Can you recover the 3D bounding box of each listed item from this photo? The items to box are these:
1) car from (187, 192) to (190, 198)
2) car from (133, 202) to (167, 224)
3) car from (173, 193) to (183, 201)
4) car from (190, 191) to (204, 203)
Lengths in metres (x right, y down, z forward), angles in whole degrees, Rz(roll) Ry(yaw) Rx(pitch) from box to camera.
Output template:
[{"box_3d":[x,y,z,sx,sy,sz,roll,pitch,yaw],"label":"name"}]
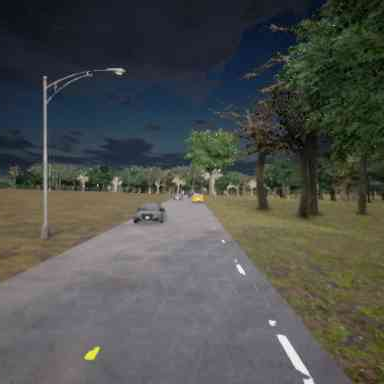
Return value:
[{"box_3d":[-0.011,0.636,74.462,1.837,1.490,4.892,0,1,0],"label":"car"},{"box_3d":[-2.851,1.422,23.175,1.994,1.385,4.181,0,0,0],"label":"car"},{"box_3d":[-2.771,0.928,65.401,2.128,1.511,4.902,0,1,0],"label":"car"},{"box_3d":[0.954,1.026,55.927,1.882,1.535,5.008,0,1,0],"label":"car"}]
